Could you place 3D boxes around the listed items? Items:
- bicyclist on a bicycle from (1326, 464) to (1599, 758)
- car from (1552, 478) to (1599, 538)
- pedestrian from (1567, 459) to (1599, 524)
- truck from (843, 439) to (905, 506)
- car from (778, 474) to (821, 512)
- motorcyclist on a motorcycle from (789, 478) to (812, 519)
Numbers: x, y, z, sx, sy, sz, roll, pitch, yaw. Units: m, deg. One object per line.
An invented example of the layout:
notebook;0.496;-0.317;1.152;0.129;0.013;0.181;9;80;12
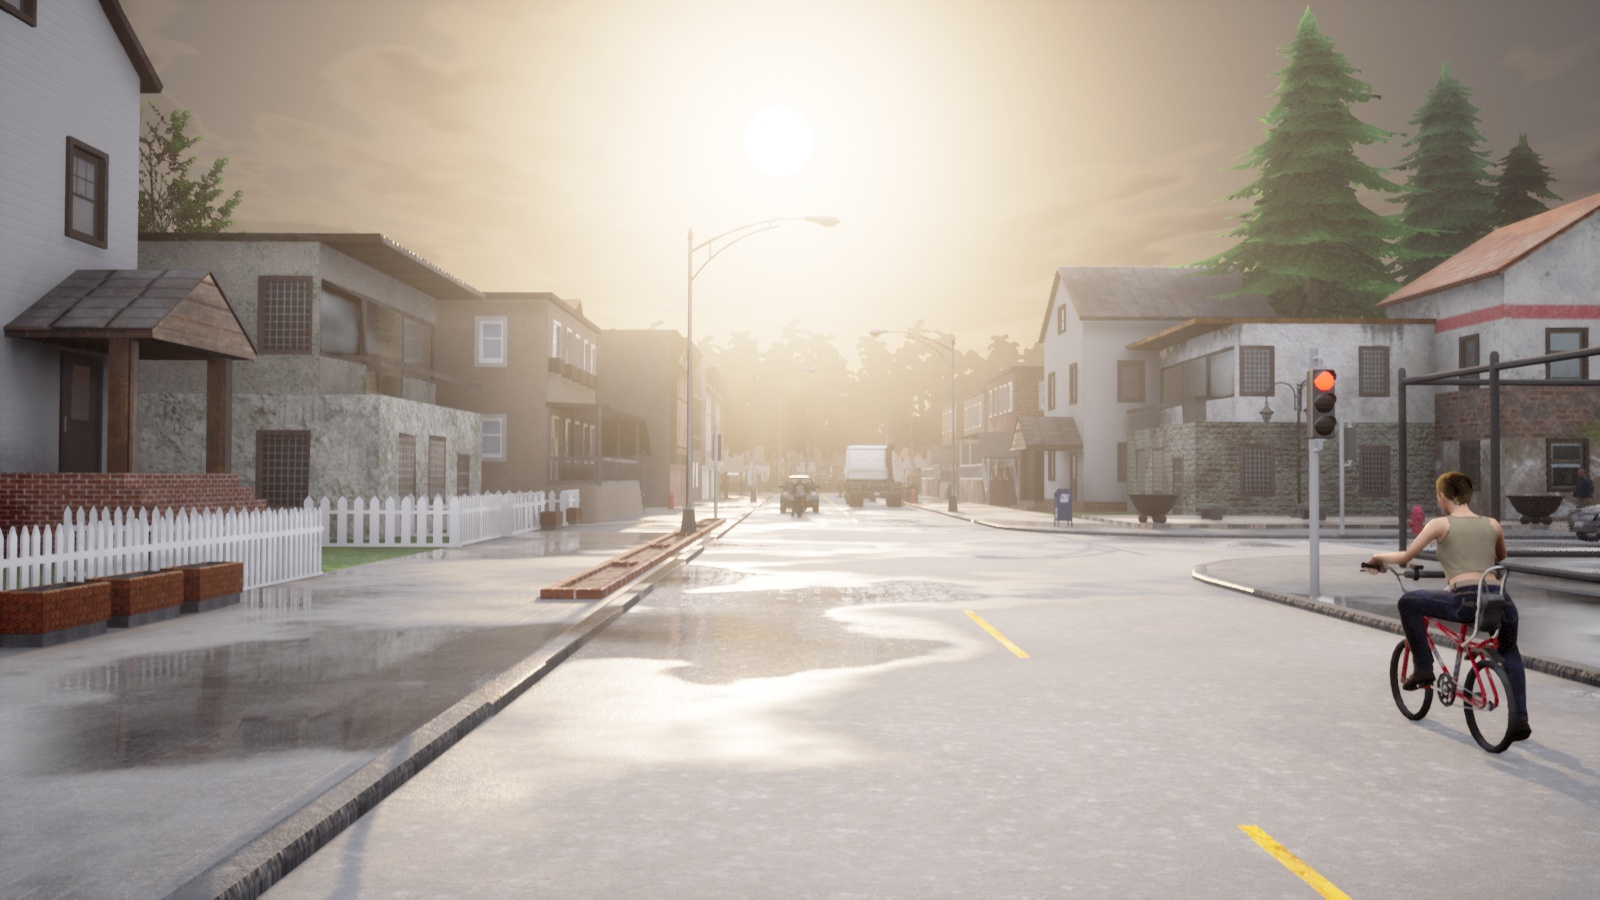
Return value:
bicyclist on a bicycle;3.966;0.903;7.677;0.866;1.612;1.509;0;-1;1
car;21.386;1.406;30.873;4.674;1.442;1.812;0;-1;0
pedestrian;22.434;1.191;35.917;0.726;1.842;0.402;0;-1;-12
truck;3.987;1.269;69.251;2.891;3.462;7.936;0;-1;0
car;-0.007;1.897;56.361;1.851;1.617;3.988;0;-1;0
motorcyclist on a motorcycle;-0.002;1.879;48.963;0.866;1.530;2.191;0;-1;0
